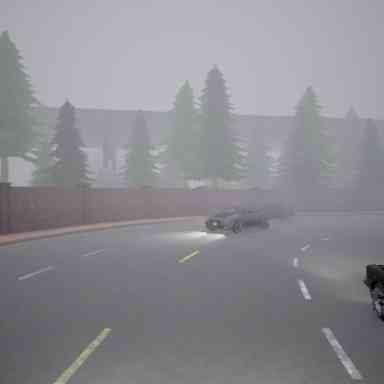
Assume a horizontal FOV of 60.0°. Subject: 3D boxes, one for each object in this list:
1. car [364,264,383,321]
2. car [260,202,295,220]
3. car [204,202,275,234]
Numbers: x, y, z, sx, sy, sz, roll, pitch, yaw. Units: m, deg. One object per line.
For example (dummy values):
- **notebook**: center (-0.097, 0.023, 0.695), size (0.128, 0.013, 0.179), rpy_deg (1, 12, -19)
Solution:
- **car**: center (3.971, 1.592, 4.188), size (1.895, 1.301, 4.718), rpy_deg (0, 0, 7)
- **car**: center (5.530, 1.490, 26.026), size (5.357, 1.411, 2.033), rpy_deg (0, 0, -25)
- **car**: center (2.636, 1.521, 19.129), size (4.181, 1.385, 1.994), rpy_deg (0, 0, -44)
